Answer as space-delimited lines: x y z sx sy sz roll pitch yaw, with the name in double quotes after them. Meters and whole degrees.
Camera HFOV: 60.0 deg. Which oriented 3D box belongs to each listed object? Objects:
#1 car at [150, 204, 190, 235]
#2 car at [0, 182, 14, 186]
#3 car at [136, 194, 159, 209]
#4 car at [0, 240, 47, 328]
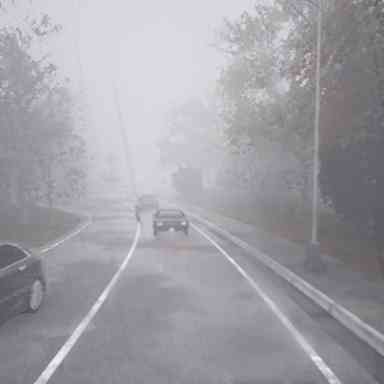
-1.336 1.610 19.216 1.895 1.301 4.718 -1 1 -8 "car"
-41.245 -1.901 72.694 2.033 1.411 5.357 2 4 20 "car"
-4.835 0.942 35.862 2.033 1.411 5.357 -1 4 -16 "car"
-3.784 1.537 4.852 1.837 1.490 4.892 0 0 -2 "car"
